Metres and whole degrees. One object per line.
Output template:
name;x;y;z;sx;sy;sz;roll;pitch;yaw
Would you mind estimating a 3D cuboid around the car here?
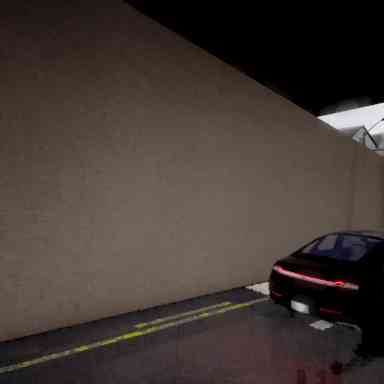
car;3.572;1.491;6.326;4.902;1.511;2.128;0;0;-35
